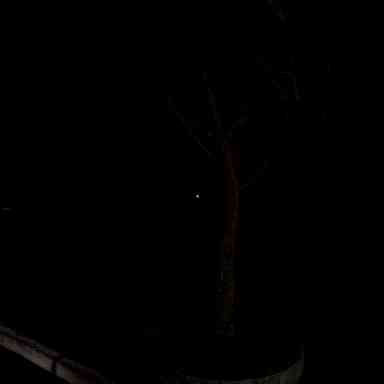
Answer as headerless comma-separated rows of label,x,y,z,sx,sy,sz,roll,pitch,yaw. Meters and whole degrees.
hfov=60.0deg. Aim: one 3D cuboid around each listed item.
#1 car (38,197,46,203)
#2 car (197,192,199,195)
car,-19.394,1.264,41.748,1.994,1.385,4.181,1,0,32
car,2.749,0.934,70.019,2.150,2.045,5.566,1,0,32
